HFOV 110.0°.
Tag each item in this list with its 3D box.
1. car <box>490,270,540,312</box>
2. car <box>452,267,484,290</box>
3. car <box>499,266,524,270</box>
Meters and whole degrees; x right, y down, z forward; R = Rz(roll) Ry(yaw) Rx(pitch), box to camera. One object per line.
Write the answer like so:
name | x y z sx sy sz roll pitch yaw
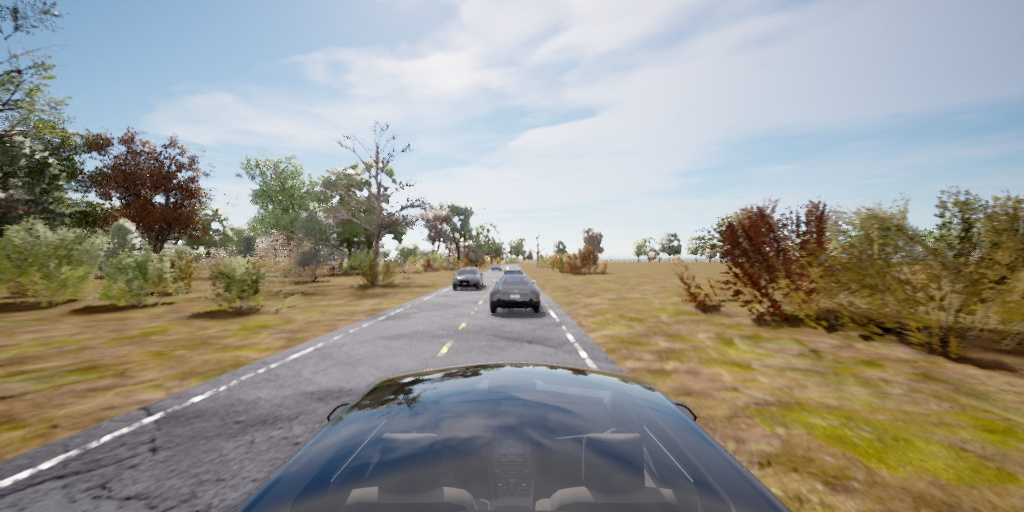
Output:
car | 0.111 1.493 15.309 1.994 1.385 4.181 0 -1 0
car | -3.073 1.577 25.706 1.837 1.490 4.892 0 -1 0
car | 0.135 1.679 34.340 2.128 1.511 4.902 0 -1 0
